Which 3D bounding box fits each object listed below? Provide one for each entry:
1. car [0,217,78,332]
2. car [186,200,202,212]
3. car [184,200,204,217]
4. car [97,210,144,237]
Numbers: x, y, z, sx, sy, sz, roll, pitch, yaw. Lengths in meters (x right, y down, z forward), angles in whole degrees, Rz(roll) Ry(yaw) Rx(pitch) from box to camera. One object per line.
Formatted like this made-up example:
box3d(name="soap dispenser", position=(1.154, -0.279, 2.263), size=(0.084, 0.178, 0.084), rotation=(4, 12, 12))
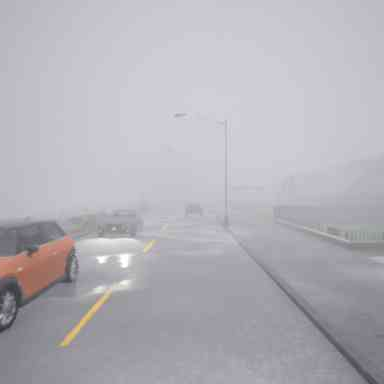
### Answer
box3d(name="car", position=(-4.065, 1.411, 6.894), size=(2.097, 1.767, 4.553), rotation=(0, 0, 0))
box3d(name="car", position=(0.266, 1.878, 45.271), size=(2.128, 1.511, 4.902), rotation=(0, 0, 1))
box3d(name="car", position=(0.240, 1.806, 35.226), size=(1.837, 1.490, 4.892), rotation=(0, 0, 0))
box3d(name="car", position=(-4.006, 1.727, 19.131), size=(1.994, 1.385, 4.181), rotation=(0, 0, 1))
